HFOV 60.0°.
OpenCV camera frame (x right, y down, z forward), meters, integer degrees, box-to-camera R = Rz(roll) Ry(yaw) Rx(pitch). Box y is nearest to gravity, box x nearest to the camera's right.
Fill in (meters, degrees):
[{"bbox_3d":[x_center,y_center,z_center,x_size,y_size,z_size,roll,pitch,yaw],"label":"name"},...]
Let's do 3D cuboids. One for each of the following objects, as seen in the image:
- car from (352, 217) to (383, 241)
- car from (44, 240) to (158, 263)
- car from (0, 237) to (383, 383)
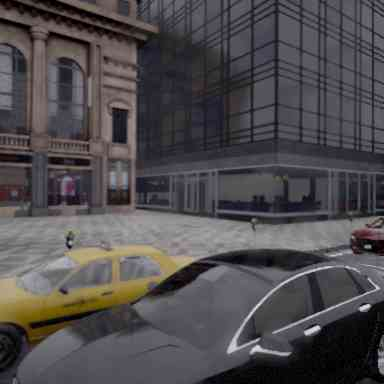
[{"bbox_3d":[7.583,1.546,12.181,4.507,1.381,1.887,0,0,-36],"label":"car"},{"bbox_3d":[-1.706,1.531,5.540,4.829,1.417,1.752,0,0,-36],"label":"car"},{"bbox_3d":[0.663,1.509,3.849,4.892,1.490,1.837,0,0,-36],"label":"car"}]
